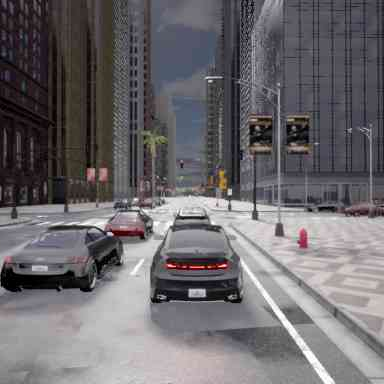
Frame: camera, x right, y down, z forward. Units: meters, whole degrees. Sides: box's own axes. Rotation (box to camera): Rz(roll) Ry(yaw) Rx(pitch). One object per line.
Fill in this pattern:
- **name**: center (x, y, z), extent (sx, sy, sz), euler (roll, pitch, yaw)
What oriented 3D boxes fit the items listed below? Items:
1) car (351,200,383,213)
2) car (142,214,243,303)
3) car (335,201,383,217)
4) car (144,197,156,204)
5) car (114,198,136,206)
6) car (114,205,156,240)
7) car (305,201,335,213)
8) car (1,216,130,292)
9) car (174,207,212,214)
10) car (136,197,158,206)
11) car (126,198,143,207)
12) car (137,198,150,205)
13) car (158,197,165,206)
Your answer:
- **car**: center (20.771, 1.641, 37.867), extent (4.313, 1.339, 1.947), euler (0, 0, -1)
- **car**: center (0.089, 1.515, 8.204), extent (1.837, 1.490, 4.892), euler (0, 0, 0)
- **car**: center (15.274, 1.576, 29.247), extent (4.206, 1.307, 1.802), euler (0, 0, -1)
- **car**: center (-9.863, 1.986, 78.342), extent (2.033, 1.411, 5.357), euler (0, 0, 0)
- **car**: center (-9.918, 1.765, 48.307), extent (2.033, 1.411, 5.357), euler (0, 0, 0)
- **car**: center (-3.174, 1.601, 17.379), extent (1.994, 1.385, 4.181), euler (0, 0, 0)
- **car**: center (15.131, 1.660, 37.771), extent (4.313, 1.339, 1.947), euler (0, 0, -1)
- **car**: center (-3.168, 1.576, 8.979), extent (1.994, 1.385, 4.181), euler (0, 0, 1)
- **car**: center (0.025, 1.529, 17.526), extent (2.128, 1.511, 4.902), euler (0, 0, 0)
- **car**: center (-6.667, 1.706, 50.037), extent (1.882, 1.535, 5.008), euler (0, 0, 0)
- **car**: center (-9.915, 1.775, 57.862), extent (2.128, 1.511, 4.902), euler (0, 0, 0)
- **car**: center (-9.852, 1.923, 67.748), extent (1.994, 1.385, 4.181), euler (0, 0, 1)
- **car**: center (-6.656, 1.652, 60.074), extent (2.097, 1.767, 4.553), euler (0, 0, 0)
